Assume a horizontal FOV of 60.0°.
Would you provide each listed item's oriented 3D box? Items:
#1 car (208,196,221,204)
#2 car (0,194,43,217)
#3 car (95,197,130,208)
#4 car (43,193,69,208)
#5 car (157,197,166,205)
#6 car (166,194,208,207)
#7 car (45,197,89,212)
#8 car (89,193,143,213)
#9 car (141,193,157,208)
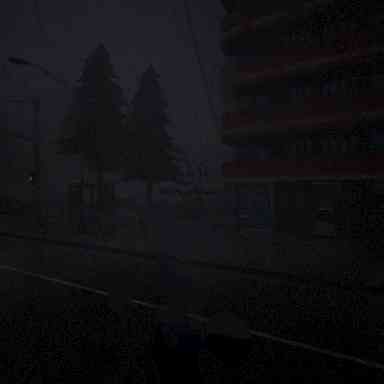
[{"bbox_3d":[2.981,1.491,60.482,5.357,1.411,2.033,0,0,-32],"label":"car"},{"bbox_3d":[-15.859,1.164,27.764,2.150,2.045,5.566,0,0,35],"label":"car"},{"bbox_3d":[-11.068,1.469,46.660,1.812,1.442,4.674,0,0,37],"label":"car"},{"bbox_3d":[-16.741,1.165,38.942,2.150,2.045,5.566,0,0,36],"label":"car"},{"bbox_3d":[-5.229,1.469,53.657,4.674,1.442,1.812,0,0,-45],"label":"car"},{"bbox_3d":[-0.586,1.165,48.386,2.150,2.045,5.566,0,0,42],"label":"car"},{"bbox_3d":[-13.498,1.544,37.468,1.895,1.301,4.718,0,0,36],"label":"car"},{"bbox_3d":[-7.562,1.296,33.421,2.097,1.767,4.553,0,0,35],"label":"car"},{"bbox_3d":[-7.761,1.165,45.357,2.150,2.045,5.566,0,0,37],"label":"car"}]
